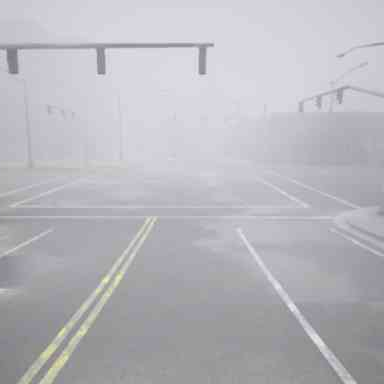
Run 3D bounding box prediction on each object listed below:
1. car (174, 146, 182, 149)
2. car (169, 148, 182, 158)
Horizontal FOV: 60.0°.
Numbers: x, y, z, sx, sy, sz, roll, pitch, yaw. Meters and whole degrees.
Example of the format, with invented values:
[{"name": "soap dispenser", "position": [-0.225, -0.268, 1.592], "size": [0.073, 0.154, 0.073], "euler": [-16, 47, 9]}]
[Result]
[{"name": "car", "position": [-3.489, -10.223, 80.837], "size": [2.150, 2.045, 5.566], "euler": [0, 9, 0]}, {"name": "car", "position": [-3.495, -7.424, 65.441], "size": [1.895, 1.301, 4.718], "euler": [0, 9, 0]}]
